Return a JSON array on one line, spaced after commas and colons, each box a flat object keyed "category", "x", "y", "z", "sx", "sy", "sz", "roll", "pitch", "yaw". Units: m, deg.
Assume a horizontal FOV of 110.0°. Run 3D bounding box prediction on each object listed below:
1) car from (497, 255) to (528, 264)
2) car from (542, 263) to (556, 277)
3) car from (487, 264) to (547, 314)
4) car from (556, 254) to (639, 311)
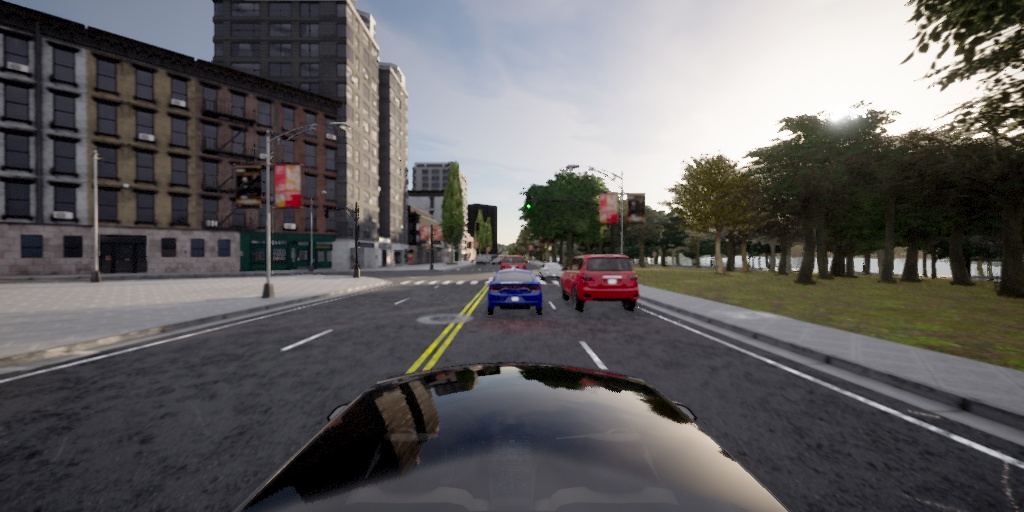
[{"category": "car", "x": 0.109, "y": 0.974, "z": 29.690, "sx": 2.150, "sy": 2.045, "sz": 5.566, "roll": 0, "pitch": 0, "yaw": 0}, {"category": "car", "x": 3.357, "y": 1.278, "z": 30.893, "sx": 1.812, "sy": 1.442, "sz": 4.674, "roll": 0, "pitch": 0, "yaw": 0}, {"category": "car", "x": 0.102, "y": 1.229, "z": 13.894, "sx": 1.882, "sy": 1.535, "sz": 5.008, "roll": 0, "pitch": 0, "yaw": 0}, {"category": "car", "x": 3.353, "y": 0.970, "z": 14.653, "sx": 2.150, "sy": 2.045, "sz": 5.566, "roll": 0, "pitch": 0, "yaw": 0}]
